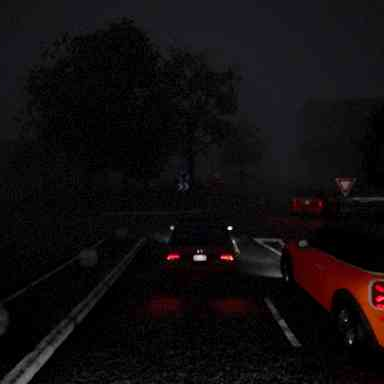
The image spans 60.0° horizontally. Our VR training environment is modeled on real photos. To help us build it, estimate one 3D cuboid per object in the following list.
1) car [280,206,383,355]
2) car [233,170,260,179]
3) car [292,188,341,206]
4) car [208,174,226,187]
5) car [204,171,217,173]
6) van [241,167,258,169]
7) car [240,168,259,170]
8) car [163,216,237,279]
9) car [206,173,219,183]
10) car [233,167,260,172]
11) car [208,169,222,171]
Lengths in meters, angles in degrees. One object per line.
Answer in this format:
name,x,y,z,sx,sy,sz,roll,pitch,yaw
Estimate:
car,3.171,1.329,6.226,2.097,1.767,4.553,0,1,0
car,12.620,-3.802,77.345,4.892,1.521,2.231,1,5,9
car,8.231,0.537,21.815,2.097,1.767,4.553,3,5,37
car,4.156,-1.573,53.004,1.837,1.490,4.892,0,5,-5
car,4.160,-3.341,73.221,2.033,1.411,5.357,1,5,9
van,13.405,-4.536,82.757,4.442,1.987,1.878,1,5,9
car,13.104,-4.180,80.034,4.553,1.767,2.185,1,5,9
car,0.268,1.439,9.957,2.033,1.411,5.357,0,2,2
car,3.664,-2.421,63.365,1.994,1.385,4.181,0,5,3
car,13.988,-4.813,85.429,5.566,2.045,2.435,1,5,10
car,5.608,-4.286,82.712,1.882,1.535,5.008,1,5,9
